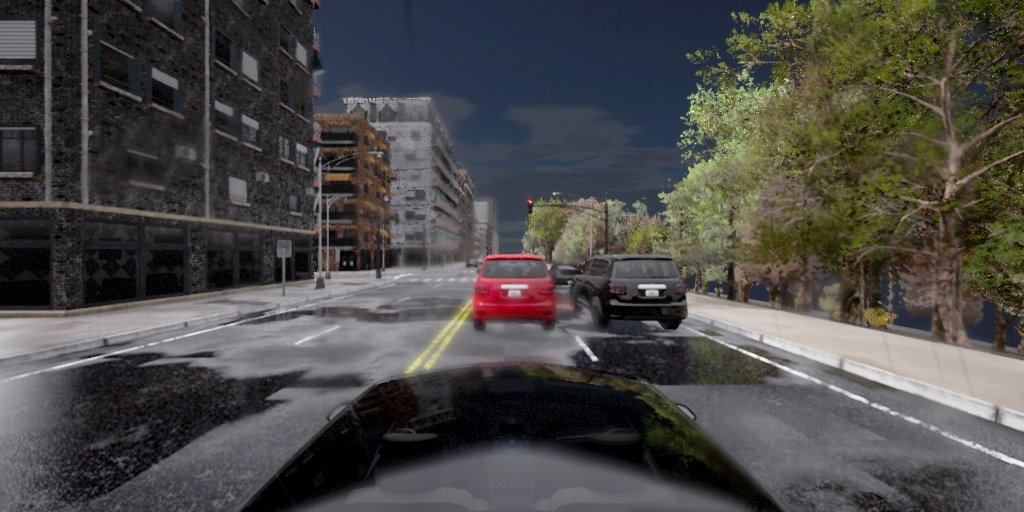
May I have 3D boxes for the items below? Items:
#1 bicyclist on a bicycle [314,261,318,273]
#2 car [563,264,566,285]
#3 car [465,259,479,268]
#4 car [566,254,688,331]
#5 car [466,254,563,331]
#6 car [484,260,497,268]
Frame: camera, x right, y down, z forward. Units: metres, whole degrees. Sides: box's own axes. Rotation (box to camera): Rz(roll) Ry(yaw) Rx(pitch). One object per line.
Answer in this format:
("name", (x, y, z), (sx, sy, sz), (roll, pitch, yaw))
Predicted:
("bicyclist on a bicycle", (-25.092, 1.345, 45.459), (0.582, 1.620, 1.656), (-1, 0, -1))
("car", (3.260, 1.261, 22.902), (1.837, 1.490, 4.892), (0, 0, -2))
("car", (-6.866, 1.287, 62.236), (1.837, 1.490, 4.892), (0, 0, 0))
("car", (3.307, 0.973, 11.203), (2.150, 2.045, 5.566), (0, 0, -1))
("car", (0.054, 0.973, 11.148), (2.150, 2.045, 5.566), (0, 0, 0))
("car", (-3.617, 1.346, 62.097), (1.994, 1.385, 4.181), (0, 0, 0))
